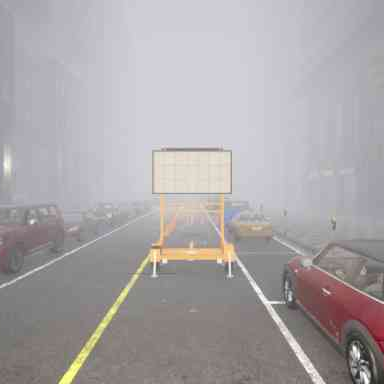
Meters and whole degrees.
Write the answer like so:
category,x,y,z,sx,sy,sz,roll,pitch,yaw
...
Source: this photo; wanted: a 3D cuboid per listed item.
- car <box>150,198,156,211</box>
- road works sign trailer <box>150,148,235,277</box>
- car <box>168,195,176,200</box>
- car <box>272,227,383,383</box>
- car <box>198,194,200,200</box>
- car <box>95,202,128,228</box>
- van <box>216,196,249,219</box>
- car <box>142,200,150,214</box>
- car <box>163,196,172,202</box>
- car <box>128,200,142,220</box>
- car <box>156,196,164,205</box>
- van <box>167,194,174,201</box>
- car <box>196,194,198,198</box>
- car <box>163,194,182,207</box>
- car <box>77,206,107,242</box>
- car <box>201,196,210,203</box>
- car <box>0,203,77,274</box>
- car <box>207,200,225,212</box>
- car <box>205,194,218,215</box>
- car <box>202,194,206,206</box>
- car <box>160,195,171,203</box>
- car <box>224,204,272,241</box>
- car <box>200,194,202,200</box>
category,x,y,z,sx,sy,sz,roll,pitch,yaw
car,-5.738,1.572,38.739,1.947,1.339,4.313,0,0,0
road works sign trailer,0.007,0.464,10.181,2.380,3.560,2.880,0,0,0
car,-5.699,1.588,94.761,1.887,1.381,4.507,0,0,0
car,2.763,1.440,5.135,1.967,1.590,4.097,0,0,0
car,2.806,1.464,66.754,1.967,1.590,4.097,0,0,0
car,-5.750,1.440,21.933,1.967,1.590,4.097,0,0,0
van,2.775,1.342,21.941,1.690,1.788,3.998,0,0,0
car,-5.742,1.569,33.137,1.947,1.339,4.313,0,0,0
car,-5.711,1.576,77.954,1.887,1.381,4.507,0,0,0
car,-5.746,1.552,27.536,2.008,1.369,4.403,0,0,0
car,-5.727,1.561,55.546,1.887,1.381,4.507,0,0,0
van,-5.703,1.380,89.159,1.690,1.788,3.998,0,0,0
car,2.822,1.584,89.161,1.887,1.381,4.507,0,0,0
car,-2.963,1.491,52.159,1.882,1.535,5.008,0,0,0
car,-5.754,1.582,16.331,1.802,1.307,4.206,0,0,0
car,2.811,1.610,72.356,1.802,1.307,4.206,0,0,0
car,-5.758,1.314,10.729,2.192,1.841,5.009,0,0,0
car,2.787,1.588,38.746,1.802,1.307,4.206,0,0,0
car,2.782,1.319,33.144,2.192,1.841,5.009,0,0,0
car,2.790,1.324,44.348,2.192,1.841,5.009,0,0,0
car,-5.715,1.467,72.352,1.967,1.590,4.097,0,0,0
car,2.771,1.525,16.510,1.752,1.417,4.829,0,0,0
car,2.798,1.456,55.551,1.967,1.590,4.097,0,0,0
